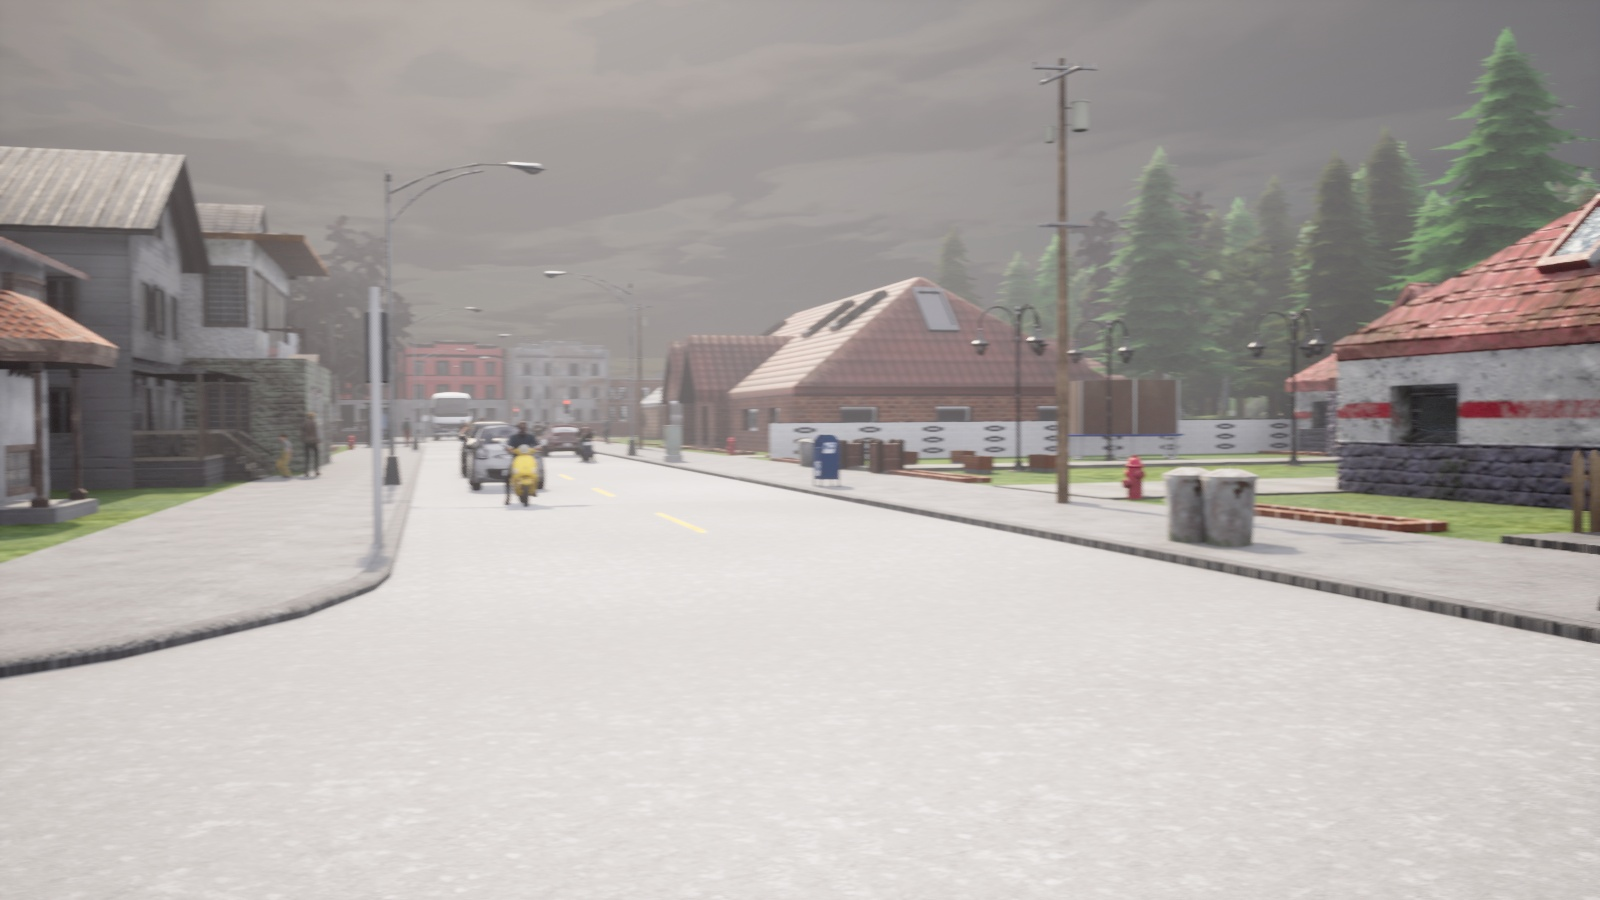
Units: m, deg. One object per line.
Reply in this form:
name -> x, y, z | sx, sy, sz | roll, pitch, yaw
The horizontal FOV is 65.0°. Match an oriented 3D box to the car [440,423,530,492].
car -> -7.494, 0.124, 29.666 | 1.845, 1.501, 3.633 | 0, 1, -17

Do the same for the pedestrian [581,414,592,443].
pedestrian -> -13.729, -1.408, 80.737 | 0.540, 1.848, 0.694 | 0, 1, -19

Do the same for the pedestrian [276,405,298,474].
pedestrian -> -13.891, -0.286, 34.028 | 0.331, 1.846, 0.634 | 0, 1, -2

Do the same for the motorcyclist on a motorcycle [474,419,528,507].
motorcyclist on a motorcycle -> -5.654, 0.208, 23.659 | 0.866, 1.590, 1.817 | 0, 1, -17

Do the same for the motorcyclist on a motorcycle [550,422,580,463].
motorcyclist on a motorcycle -> -9.053, -0.304, 48.347 | 0.866, 1.530, 2.191 | 0, 1, -17

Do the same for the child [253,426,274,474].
child -> -14.435, 0.001, 33.774 | 0.270, 1.263, 0.437 | 1, 2, 28

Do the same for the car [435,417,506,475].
car -> -9.810, -0.173, 37.198 | 1.851, 1.617, 3.988 | 0, 1, -17

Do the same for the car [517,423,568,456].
car -> -11.722, -0.522, 57.026 | 1.812, 1.442, 4.674 | 0, 1, -17

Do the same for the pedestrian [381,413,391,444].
pedestrian -> -24.991, -1.291, 75.867 | 0.353, 1.847, 0.614 | 0, 1, 3
